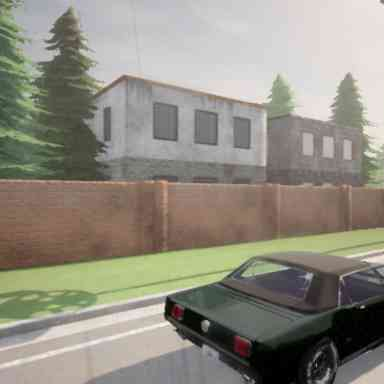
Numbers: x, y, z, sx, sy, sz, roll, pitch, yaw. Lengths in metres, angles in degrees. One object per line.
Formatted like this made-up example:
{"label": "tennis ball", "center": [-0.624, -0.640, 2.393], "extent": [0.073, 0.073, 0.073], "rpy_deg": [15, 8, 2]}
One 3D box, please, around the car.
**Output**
{"label": "car", "center": [2.030, 1.617, 5.182], "extent": [4.718, 1.301, 1.895], "rpy_deg": [0, 0, -35]}
